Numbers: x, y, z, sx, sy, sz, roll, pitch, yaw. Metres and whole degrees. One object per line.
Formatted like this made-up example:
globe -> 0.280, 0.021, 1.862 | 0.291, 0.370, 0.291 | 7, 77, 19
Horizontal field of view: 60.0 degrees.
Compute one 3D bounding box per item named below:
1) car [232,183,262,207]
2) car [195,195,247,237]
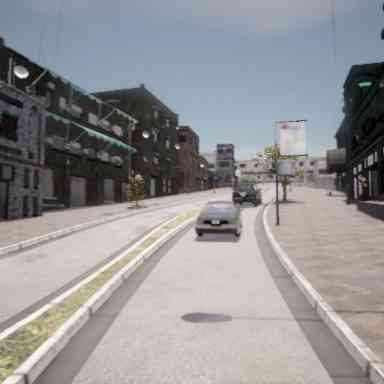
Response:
car -> 5.010, 0.240, 29.980 | 2.150, 2.045, 5.566 | -1, 2, 17
car -> 1.330, 1.109, 15.142 | 2.033, 1.411, 5.357 | -1, 2, 10
